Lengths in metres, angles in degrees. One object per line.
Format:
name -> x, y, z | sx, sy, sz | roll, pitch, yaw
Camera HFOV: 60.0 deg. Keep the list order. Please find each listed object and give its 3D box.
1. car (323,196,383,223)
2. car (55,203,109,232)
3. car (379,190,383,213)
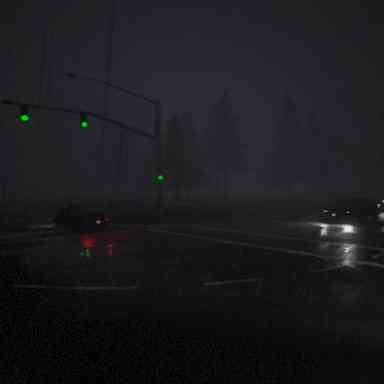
car -> 10.227, 1.049, 21.175 | 4.892, 1.490, 1.837 | -2, 1, -39
car -> -6.441, 1.394, 19.313 | 1.812, 1.442, 4.674 | -2, 1, -40
car -> 17.202, 0.699, 26.886 | 4.553, 1.767, 2.097 | -2, 1, -39
